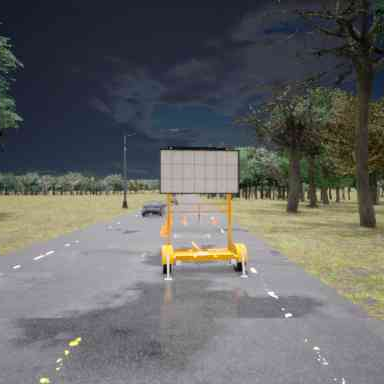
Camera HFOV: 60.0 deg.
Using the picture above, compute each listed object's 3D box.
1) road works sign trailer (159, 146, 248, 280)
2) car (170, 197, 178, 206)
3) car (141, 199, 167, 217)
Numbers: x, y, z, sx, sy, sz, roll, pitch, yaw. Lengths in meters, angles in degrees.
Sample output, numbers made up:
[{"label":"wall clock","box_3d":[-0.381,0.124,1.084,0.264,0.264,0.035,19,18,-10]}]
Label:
[{"label":"road works sign trailer","box_3d":[0.200,0.461,10.005,2.380,3.560,2.880,0,0,-8]},{"label":"car","box_3d":[-3.475,1.617,57.546,1.994,1.385,4.181,0,0,0]},{"label":"car","box_3d":[-3.587,1.555,31.610,2.033,1.411,5.357,0,0,0]}]
